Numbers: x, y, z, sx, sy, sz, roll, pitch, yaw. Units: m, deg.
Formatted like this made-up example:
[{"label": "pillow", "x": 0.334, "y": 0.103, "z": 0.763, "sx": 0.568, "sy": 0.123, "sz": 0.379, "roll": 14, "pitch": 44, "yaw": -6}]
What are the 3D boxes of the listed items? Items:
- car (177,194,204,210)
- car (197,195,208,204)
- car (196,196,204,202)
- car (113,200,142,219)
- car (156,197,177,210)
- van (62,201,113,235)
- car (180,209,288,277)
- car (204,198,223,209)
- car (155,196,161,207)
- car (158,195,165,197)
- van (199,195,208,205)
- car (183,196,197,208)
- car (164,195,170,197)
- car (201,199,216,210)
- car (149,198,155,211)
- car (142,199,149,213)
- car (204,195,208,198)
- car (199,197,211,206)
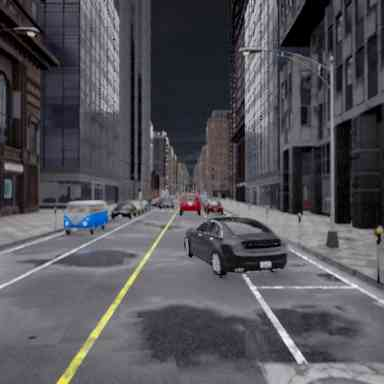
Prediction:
[{"label": "car", "x": -0.178, "y": 1.338, "z": 35.730, "sx": 2.150, "sy": 2.045, "sz": 5.566, "roll": 0, "pitch": 0, "yaw": 0}, {"label": "car", "x": 2.137, "y": 1.551, "z": 69.713, "sx": 2.192, "sy": 1.841, "sz": 5.009, "roll": 1, "pitch": 0, "yaw": 0}, {"label": "car", "x": 2.004, "y": 1.740, "z": 86.585, "sx": 1.967, "sy": 1.590, "sz": 4.097, "roll": 1, "pitch": 0, "yaw": 0}, {"label": "car", "x": -6.085, "y": 1.667, "z": 30.283, "sx": 1.947, "sy": 1.339, "sz": 4.313, "roll": 1, "pitch": 0, "yaw": 0}, {"label": "car", "x": -3.418, "y": 1.715, "z": 45.334, "sx": 1.994, "sy": 1.385, "sz": 4.181, "roll": 0, "pitch": 0, "yaw": 0}, {"label": "van", "x": -5.995, "y": 1.404, "z": 19.036, "sx": 1.690, "sy": 1.788, "sz": 3.998, "roll": 1, "pitch": 0, "yaw": 0}, {"label": "car", "x": 1.125, "y": 1.540, "z": 10.504, "sx": 1.837, "sy": 1.490, "sz": 4.892, "roll": 0, "pitch": 0, "yaw": -17}, {"label": "car", "x": 2.397, "y": 1.663, "z": 35.968, "sx": 1.887, "sy": 1.381, "sz": 4.507, "roll": 1, "pitch": 0, "yaw": 0}, {"label": "car", "x": -6.260, "y": 1.743, "z": 52.781, "sx": 1.947, "sy": 1.339, "sz": 4.313, "roll": 1, "pitch": 0, "yaw": 0}, {"label": "car", "x": -6.303, "y": 1.742, "z": 58.406, "sx": 1.887, "sy": 1.381, "sz": 4.507, "roll": 1, "pitch": 0, "yaw": 0}, {"label": "van", "x": 2.180, "y": 1.557, "z": 64.089, "sx": 1.690, "sy": 1.788, "sz": 3.998, "roll": 1, "pitch": 0, "yaw": 0}, {"label": "car", "x": -0.310, "y": 1.530, "z": 52.944, "sx": 2.097, "sy": 1.767, "sz": 4.553, "roll": 0, "pitch": 0, "yaw": -1}, {"label": "car", "x": -6.389, "y": 1.553, "z": 69.655, "sx": 2.192, "sy": 1.841, "sz": 5.009, "roll": 1, "pitch": 0, "yaw": 0}, {"label": "car", "x": 2.310, "y": 1.701, "z": 47.217, "sx": 1.887, "sy": 1.381, "sz": 4.507, "roll": 1, "pitch": 0, "yaw": 0}, {"label": "car", "x": -6.172, "y": 1.689, "z": 41.533, "sx": 2.008, "sy": 1.369, "sz": 4.403, "roll": 1, "pitch": 0, "yaw": 0}, {"label": "car", "x": -6.127, "y": 1.644, "z": 35.739, "sx": 1.752, "sy": 1.417, "sz": 4.829, "roll": 1, "pitch": 0, "yaw": 0}, {"label": "car", "x": 2.354, "y": 1.578, "z": 41.593, "sx": 1.967, "sy": 1.590, "sz": 4.097, "roll": 1, "pitch": 0, "yaw": 0}, {"label": "car", "x": 2.223, "y": 1.636, "z": 58.465, "sx": 1.967, "sy": 1.590, "sz": 4.097, "roll": 1, "pitch": 0, "yaw": 0}]
